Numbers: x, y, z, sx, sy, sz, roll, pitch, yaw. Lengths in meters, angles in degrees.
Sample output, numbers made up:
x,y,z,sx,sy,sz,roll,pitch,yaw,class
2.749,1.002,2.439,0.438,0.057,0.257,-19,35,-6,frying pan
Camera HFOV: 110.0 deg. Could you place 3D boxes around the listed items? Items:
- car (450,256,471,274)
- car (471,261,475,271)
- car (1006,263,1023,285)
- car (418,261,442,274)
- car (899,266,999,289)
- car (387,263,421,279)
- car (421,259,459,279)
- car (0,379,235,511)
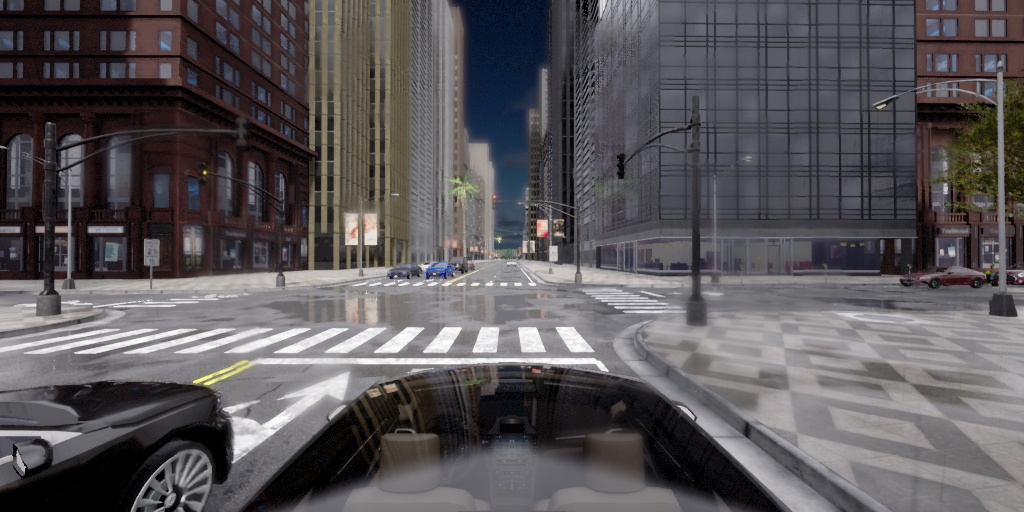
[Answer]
x,y,z,sx,sy,sz,roll,pitch,yaw,class
-6.660,1.067,43.666,2.150,2.045,5.566,0,0,0,car
-6.658,1.411,53.956,1.812,1.442,4.674,0,0,0,car
32.072,1.118,22.102,4.097,1.591,1.967,0,0,-1,car
-9.914,1.371,43.715,1.812,1.442,4.674,0,0,0,car
26.434,1.276,22.006,4.207,1.307,1.802,0,0,-1,car
-9.864,1.361,33.528,2.033,1.411,5.357,0,0,3,car
-6.644,1.291,33.558,1.882,1.535,5.008,0,0,2,car
-3.138,1.241,0.918,2.128,1.511,4.902,0,0,-1,car
